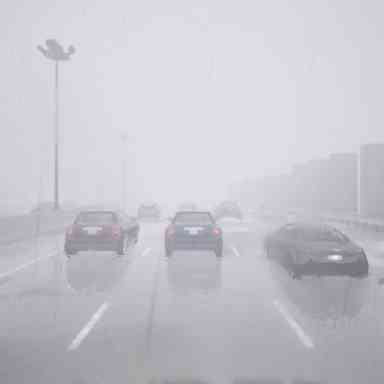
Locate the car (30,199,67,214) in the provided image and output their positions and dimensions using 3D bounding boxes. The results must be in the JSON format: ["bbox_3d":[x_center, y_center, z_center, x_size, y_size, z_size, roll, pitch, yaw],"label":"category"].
[{"bbox_3d":[-14.786,1.714,33.992,1.837,1.490,4.892,0,-1,-3],"label":"car"}]

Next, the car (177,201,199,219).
[{"bbox_3d":[-0.460,1.674,32.123,1.882,1.535,5.008,0,0,-2],"label":"car"}]

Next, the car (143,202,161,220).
[{"bbox_3d":[-3.899,1.678,30.545,2.128,1.511,4.902,0,0,-2],"label":"car"}]

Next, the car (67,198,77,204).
[{"bbox_3d":[-20.301,1.846,55.117,1.837,1.490,4.892,1,2,-10],"label":"car"}]

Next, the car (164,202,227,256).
[{"bbox_3d":[0.034,1.438,13.719,2.097,1.767,4.553,0,0,-1],"label":"car"}]

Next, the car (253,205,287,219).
[{"bbox_3d":[6.667,1.779,29.001,1.895,1.301,4.718,0,0,-2],"label":"car"}]

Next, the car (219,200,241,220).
[{"bbox_3d":[3.113,1.538,30.293,2.097,1.767,4.553,0,0,-2],"label":"car"}]

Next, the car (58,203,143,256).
[{"bbox_3d":[-3.466,1.436,13.618,2.097,1.767,4.553,0,0,-1],"label":"car"}]

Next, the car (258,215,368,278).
[{"bbox_3d":[3.570,1.628,10.332,1.994,1.385,4.181,0,0,0],"label":"car"}]
